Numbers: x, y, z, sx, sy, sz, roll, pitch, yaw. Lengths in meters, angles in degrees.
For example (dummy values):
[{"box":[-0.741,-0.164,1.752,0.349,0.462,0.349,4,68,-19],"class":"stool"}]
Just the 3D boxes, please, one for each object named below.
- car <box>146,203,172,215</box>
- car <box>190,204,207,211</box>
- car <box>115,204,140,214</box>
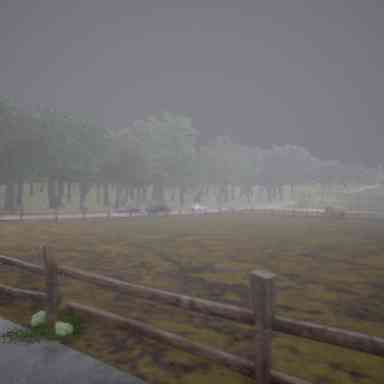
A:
[{"box":[-6.000,3.002,60.687,2.150,2.045,5.566,2,1,36],"class":"car"},{"box":[1.440,3.348,71.264,1.812,1.442,4.674,2,1,35],"class":"car"},{"box":[-11.269,2.918,58.145,2.097,1.767,4.553,2,0,36],"class":"car"}]
